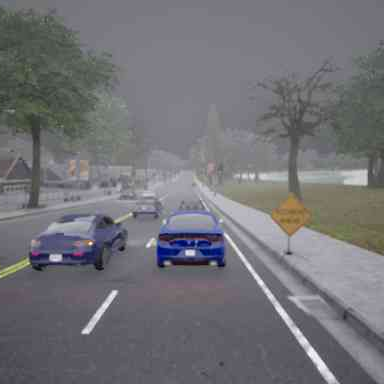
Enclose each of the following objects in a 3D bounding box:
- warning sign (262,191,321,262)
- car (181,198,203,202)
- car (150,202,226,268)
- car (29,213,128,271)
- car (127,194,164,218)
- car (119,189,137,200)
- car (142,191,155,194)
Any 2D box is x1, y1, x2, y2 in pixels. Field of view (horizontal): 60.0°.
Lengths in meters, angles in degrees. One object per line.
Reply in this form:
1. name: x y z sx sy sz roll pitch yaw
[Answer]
1. warning sign: 2.863 0.957 9.724 1.300 1.860 1.060 2 3 0
2. car: -0.004 1.138 27.591 1.895 1.301 4.718 0 1 0
3. car: 0.027 1.303 10.675 1.882 1.535 5.008 0 1 2
4. car: -3.231 1.361 10.165 1.812 1.442 4.674 0 1 0
5. car: -3.265 1.126 25.285 2.033 1.411 5.357 0 1 0
6. car: -9.953 0.328 51.831 2.097 1.767 4.553 0 2 0
7. car: -6.704 0.510 51.555 1.812 1.442 4.674 0 2 0
